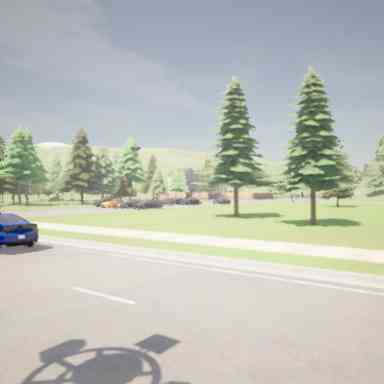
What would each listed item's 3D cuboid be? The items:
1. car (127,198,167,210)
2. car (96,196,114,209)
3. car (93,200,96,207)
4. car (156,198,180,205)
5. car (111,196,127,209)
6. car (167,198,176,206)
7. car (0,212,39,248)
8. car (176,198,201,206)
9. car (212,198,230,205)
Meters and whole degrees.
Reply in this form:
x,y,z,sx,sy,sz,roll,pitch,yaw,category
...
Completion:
x,y,z,sx,sy,sz,roll,pitch,yaw,category
-6.648,1.876,49.492,2.033,1.411,5.357,-1,0,36,car
-12.421,1.876,53.434,1.882,1.535,5.008,-1,0,36,car
-14.174,1.654,56.939,2.150,2.045,5.566,-1,0,36,car
-4.938,1.939,69.528,2.033,1.411,5.357,-1,0,36,car
-9.501,1.855,51.509,2.128,1.511,4.902,-1,0,36,car
-3.186,1.887,66.025,1.837,1.490,4.892,-1,0,37,car
-8.668,1.629,14.424,5.008,1.535,1.882,-1,0,35,car
-0.301,1.837,64.069,1.882,1.535,5.008,-1,0,37,car
5.915,1.849,66.604,1.812,1.442,4.674,-1,-1,36,car
